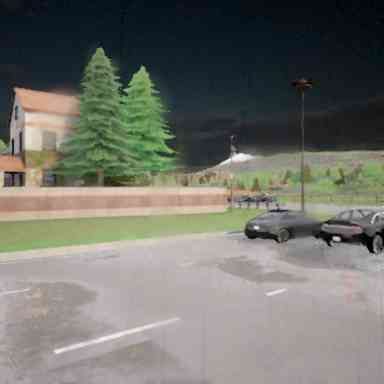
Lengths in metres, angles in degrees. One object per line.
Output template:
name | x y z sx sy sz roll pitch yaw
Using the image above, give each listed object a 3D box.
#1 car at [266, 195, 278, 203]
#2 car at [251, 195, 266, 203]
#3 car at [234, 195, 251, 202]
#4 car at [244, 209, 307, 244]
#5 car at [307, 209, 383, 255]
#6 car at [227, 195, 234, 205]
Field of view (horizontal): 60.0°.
car | 13.039 1.251 59.463 1.837 1.490 4.892 0 0 -35
car | 9.982 1.273 57.692 1.837 1.490 4.892 0 0 -35
car | 6.922 1.279 55.939 2.128 1.511 4.902 0 0 -36
car | 4.424 1.493 15.522 4.181 1.385 1.994 0 0 -35
car | 7.067 1.417 13.106 4.902 1.511 2.128 0 0 -35
car | 4.037 1.311 53.939 1.837 1.490 4.892 0 0 -36
